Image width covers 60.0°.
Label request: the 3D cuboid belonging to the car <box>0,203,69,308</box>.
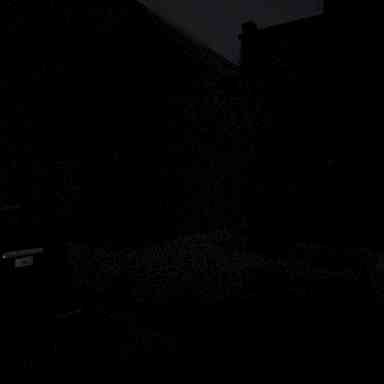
[{"bbox_3d":[-4.948,1.261,7.060,5.566,2.045,2.435,0,0,35],"label":"car"}]
